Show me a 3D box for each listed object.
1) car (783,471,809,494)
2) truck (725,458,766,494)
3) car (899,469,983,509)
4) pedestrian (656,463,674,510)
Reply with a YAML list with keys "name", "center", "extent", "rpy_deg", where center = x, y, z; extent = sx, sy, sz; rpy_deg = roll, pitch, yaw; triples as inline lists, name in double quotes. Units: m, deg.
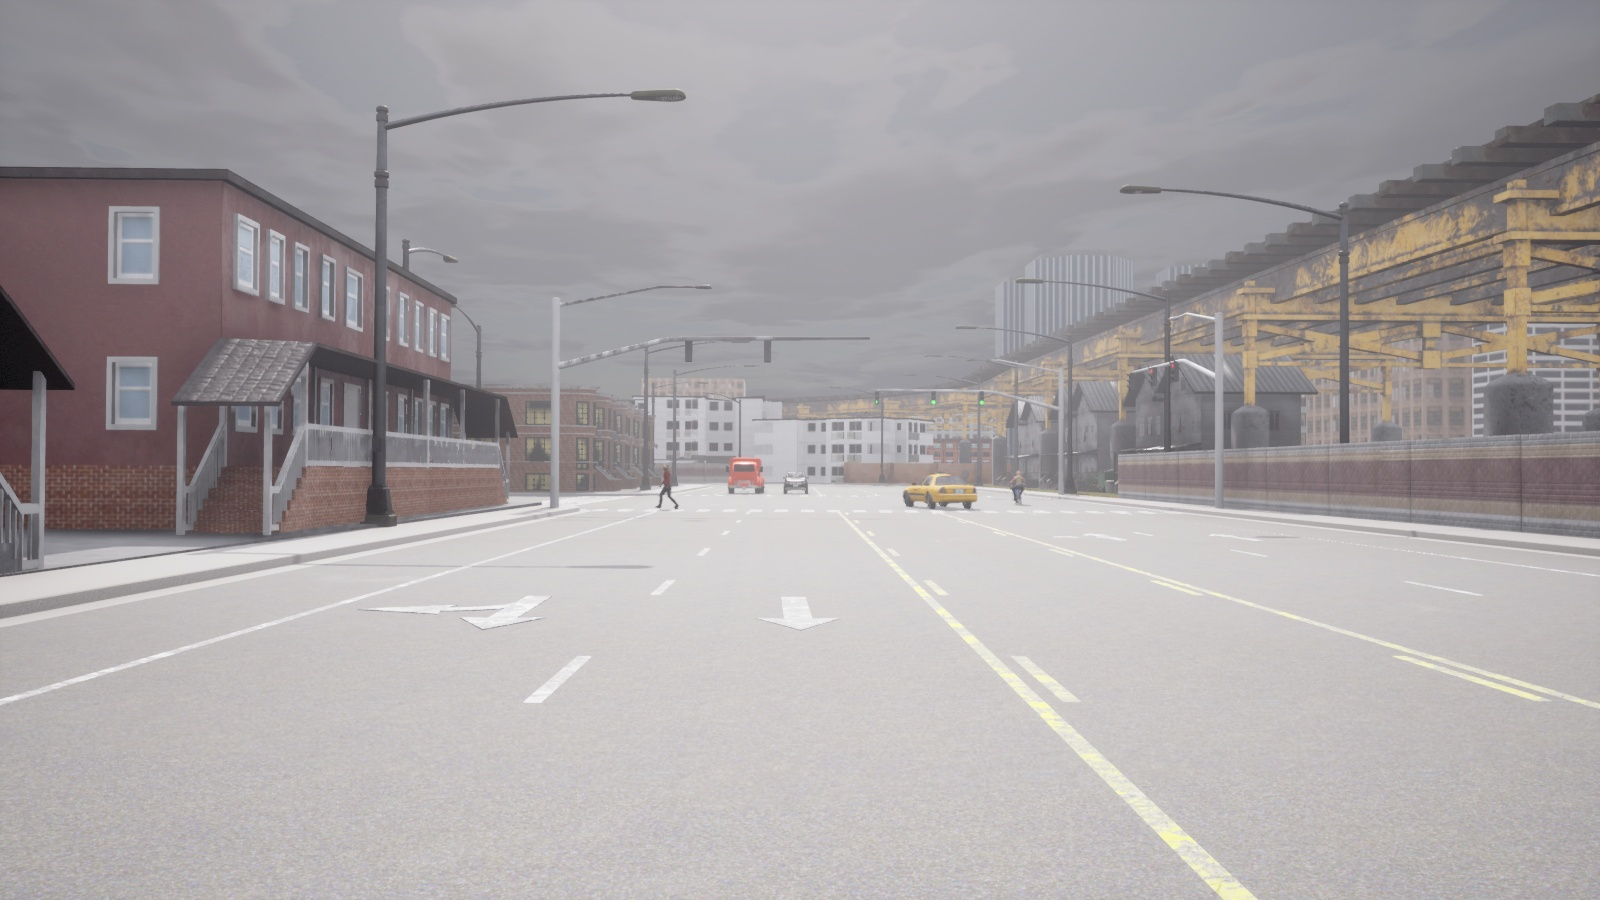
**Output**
- name: "car"
  center: [-0.259, 2.240, 86.340]
  extent: [1.789, 1.549, 3.705]
  rpy_deg: [0, -1, 0]
- name: "truck"
  center: [-3.769, 1.805, 87.320]
  extent: [2.627, 2.467, 5.204]
  rpy_deg: [0, -1, 0]
- name: "car"
  center: [5.920, 1.625, 53.431]
  extent: [1.801, 1.575, 5.366]
  rpy_deg: [0, -1, -14]
- name: "pedestrian"
  center: [-5.310, 1.450, 49.490]
  extent: [0.636, 1.846, 0.331]
  rpy_deg: [0, -1, 8]
